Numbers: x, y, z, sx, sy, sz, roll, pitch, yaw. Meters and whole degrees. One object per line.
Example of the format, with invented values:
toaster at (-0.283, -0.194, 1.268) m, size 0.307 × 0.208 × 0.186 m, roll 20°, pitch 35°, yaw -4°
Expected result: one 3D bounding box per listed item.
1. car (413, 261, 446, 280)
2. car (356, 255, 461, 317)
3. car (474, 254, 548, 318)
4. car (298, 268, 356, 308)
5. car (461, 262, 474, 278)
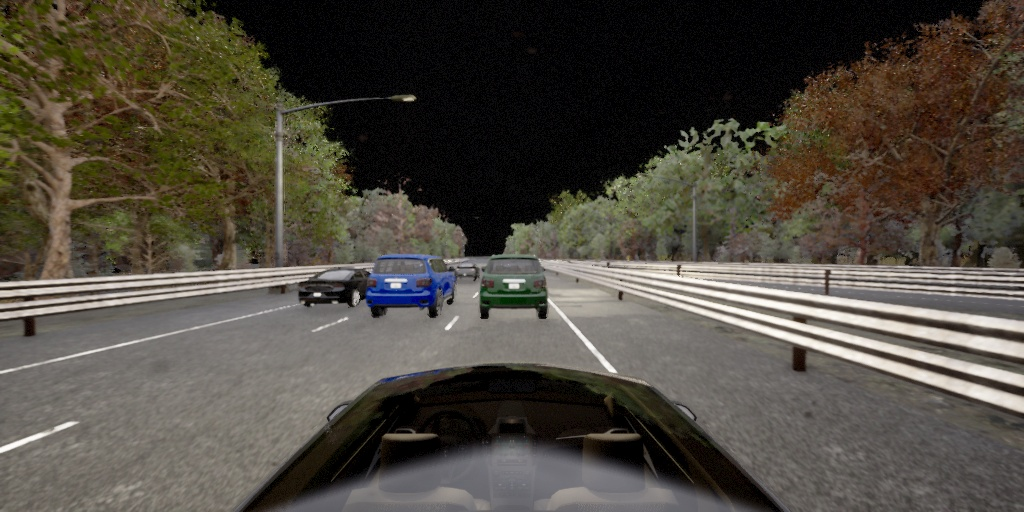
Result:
car at (-7.236, 1.237, 31.963) m, size 1.882 × 1.535 × 5.008 m, roll 0°, pitch 0°, yaw -1°
car at (-3.461, 0.971, 13.298) m, size 2.150 × 2.045 × 5.566 m, roll 0°, pitch 0°, yaw 0°
car at (0.041, 0.970, 13.105) m, size 2.150 × 2.045 × 5.566 m, roll 0°, pitch 0°, yaw 0°
car at (-6.981, 1.229, 15.294) m, size 1.882 × 1.535 × 5.008 m, roll 0°, pitch 0°, yaw -1°
car at (-3.702, 1.249, 30.254) m, size 2.128 × 1.511 × 4.902 m, roll 0°, pitch 0°, yaw -1°
